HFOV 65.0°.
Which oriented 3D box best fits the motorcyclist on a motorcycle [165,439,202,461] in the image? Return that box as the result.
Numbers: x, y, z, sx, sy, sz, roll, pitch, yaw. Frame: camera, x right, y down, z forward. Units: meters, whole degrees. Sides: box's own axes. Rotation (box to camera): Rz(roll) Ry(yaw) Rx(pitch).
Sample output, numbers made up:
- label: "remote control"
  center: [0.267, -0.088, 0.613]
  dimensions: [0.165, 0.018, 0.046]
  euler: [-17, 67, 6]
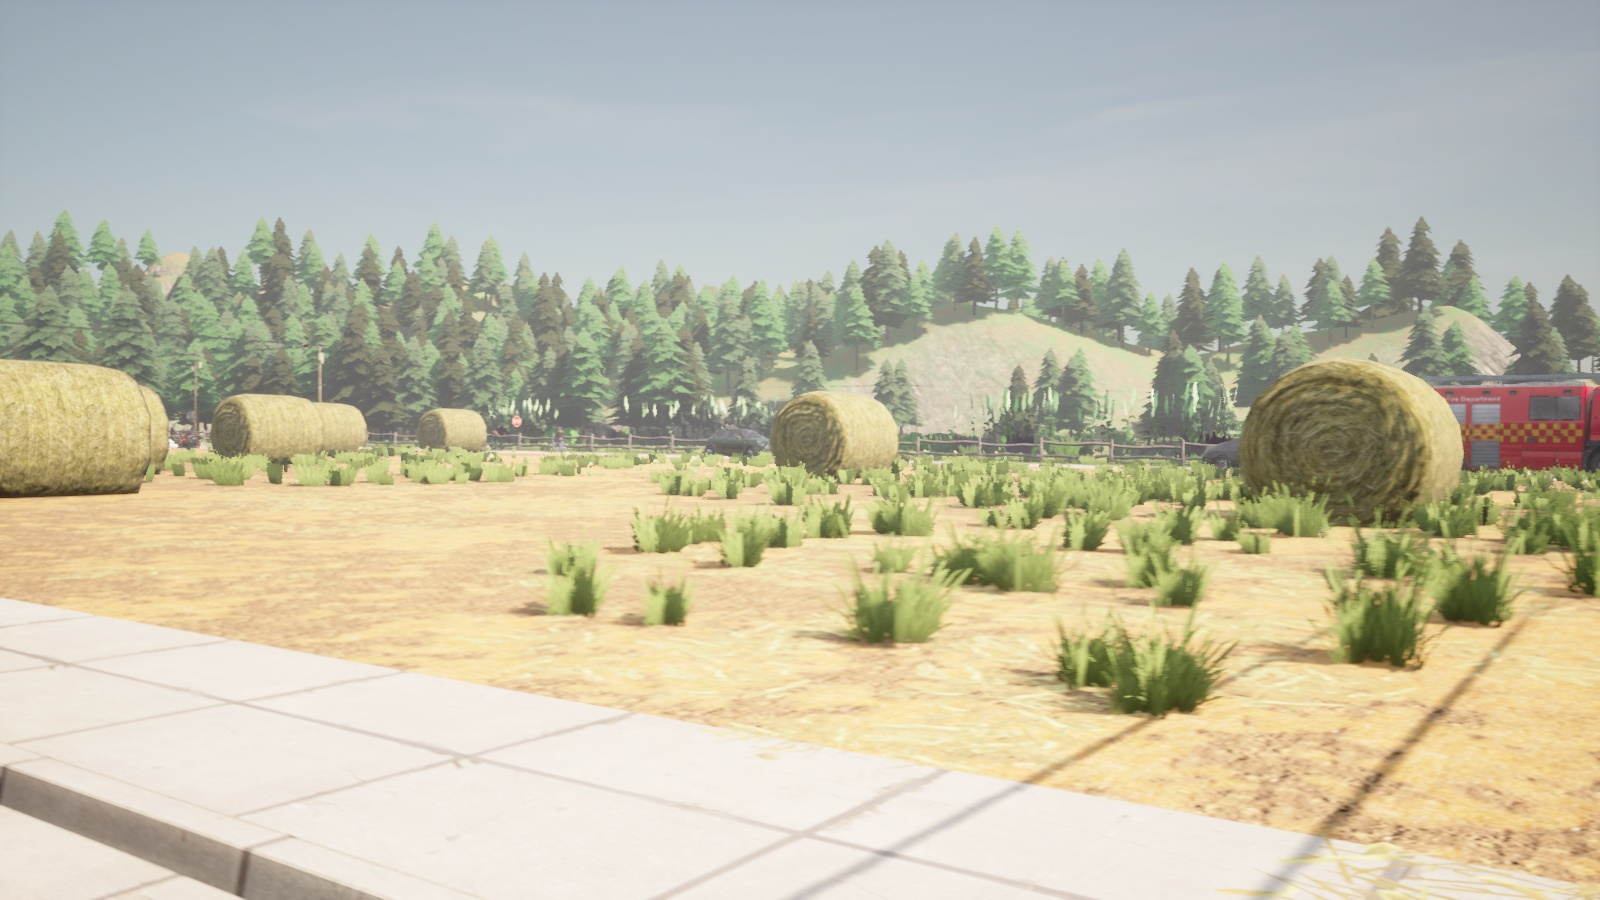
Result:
- label: "motorcyclist on a motorcycle"
  center: [-42.676, 0.002, 86.948]
  dimensions: [0.866, 1.530, 2.191]
  euler: [0, 1, 35]

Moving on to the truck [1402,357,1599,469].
- label: "truck"
  center: [26.717, -1.292, 45.406]
  dimensions: [8.468, 3.827, 2.891]
  euler: [0, 1, 39]

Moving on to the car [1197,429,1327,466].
- label: "car"
  center: [18.961, -0.117, 51.651]
  dimensions: [4.674, 1.442, 1.812]
  euler: [0, 1, 38]

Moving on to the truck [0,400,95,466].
- label: "truck"
  center: [-47.124, -0.994, 74.782]
  dimensions: [2.891, 3.827, 8.468]
  euler: [0, 1, 36]

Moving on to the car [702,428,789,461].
- label: "car"
  center: [-3.017, -0.325, 69.269]
  dimensions: [4.553, 1.767, 2.097]
  euler: [0, 1, 39]
